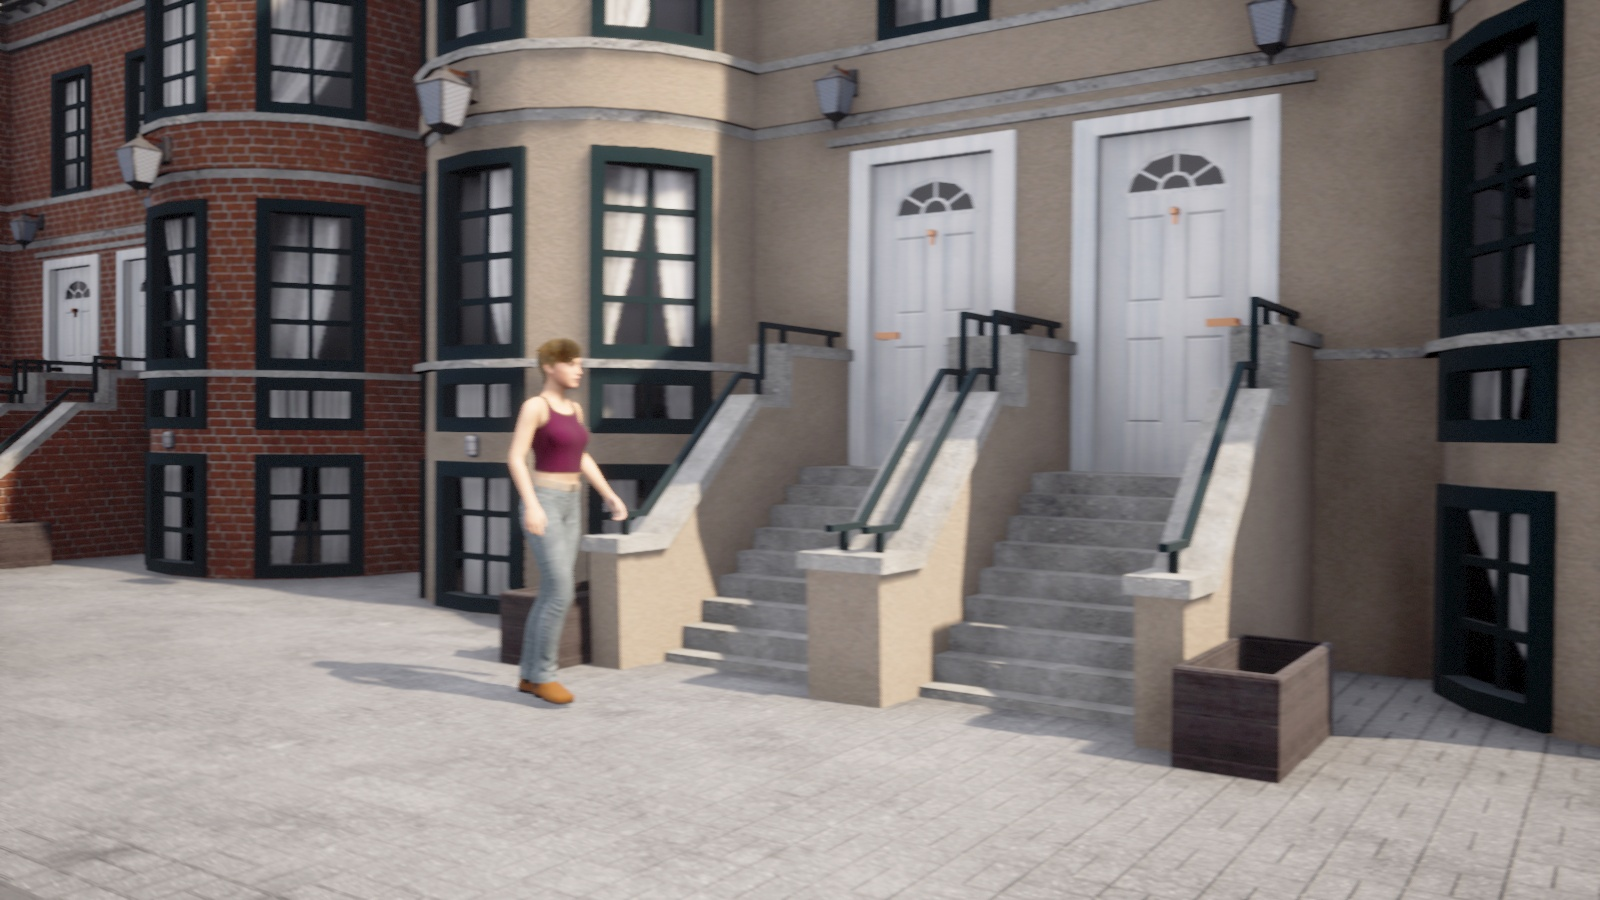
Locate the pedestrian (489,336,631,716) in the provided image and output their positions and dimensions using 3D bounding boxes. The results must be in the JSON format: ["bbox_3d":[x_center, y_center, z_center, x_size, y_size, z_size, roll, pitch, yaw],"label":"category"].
[{"bbox_3d":[-1.208,0.365,6.341,0.594,1.836,0.345,0,1,23],"label":"pedestrian"}]
